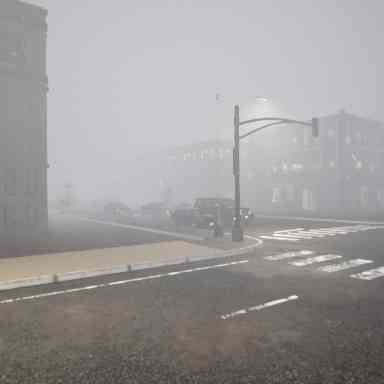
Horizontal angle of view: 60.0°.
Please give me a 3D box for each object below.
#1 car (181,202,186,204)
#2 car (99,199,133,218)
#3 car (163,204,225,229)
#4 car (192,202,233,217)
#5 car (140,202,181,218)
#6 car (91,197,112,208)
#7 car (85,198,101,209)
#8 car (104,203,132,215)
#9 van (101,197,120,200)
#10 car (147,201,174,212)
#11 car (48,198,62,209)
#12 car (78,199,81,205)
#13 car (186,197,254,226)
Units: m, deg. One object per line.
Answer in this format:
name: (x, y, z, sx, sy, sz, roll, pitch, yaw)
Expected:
car: (-1.066, 1.904, 40.327, 1.802, 1.307, 4.206, -2, 0, -35)
car: (-7.901, 1.846, 35.474, 1.967, 1.590, 4.097, -1, 0, -35)
car: (0.034, 1.814, 24.088, 1.947, 1.339, 4.313, -1, 0, -35)
car: (2.138, 1.810, 35.812, 2.008, 1.369, 4.403, -2, 0, -35)
car: (-3.630, 1.830, 33.951, 2.128, 1.511, 4.902, -1, 0, -35)
car: (-17.090, 1.940, 62.894, 2.192, 1.841, 5.009, -1, 0, -35)
car: (-16.561, 2.128, 57.719, 1.812, 1.442, 4.674, -1, 0, -35)
car: (-9.449, 2.052, 42.169, 1.895, 1.301, 4.718, -1, 0, -35)
van: (-13.885, 1.907, 58.381, 1.690, 1.788, 3.998, -1, 0, -35)
car: (-4.268, 1.966, 44.840, 1.802, 1.307, 4.206, -2, 0, -35)
car: (-23.819, 2.233, 57.904, 1.752, 1.417, 4.829, -1, 0, -35)
car: (-26.695, 2.364, 76.436, 1.947, 1.339, 4.313, -1, 0, -35)
car: (2.238, 1.443, 25.676, 2.150, 2.045, 5.566, -1, 0, -35)
